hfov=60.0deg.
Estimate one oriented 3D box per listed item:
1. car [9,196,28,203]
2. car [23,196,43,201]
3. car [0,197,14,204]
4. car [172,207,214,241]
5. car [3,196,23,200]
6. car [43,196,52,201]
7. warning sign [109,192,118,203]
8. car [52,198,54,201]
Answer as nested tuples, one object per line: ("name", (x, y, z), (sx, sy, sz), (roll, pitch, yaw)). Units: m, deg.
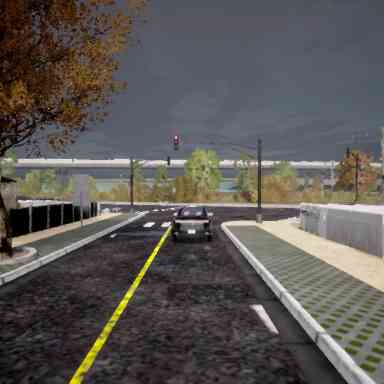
("car", (-38.963, 1.585, 74.674), (4.892, 1.490, 1.837), (-1, 2, 36))
("car", (-29.533, 1.762, 59.769), (5.008, 1.535, 1.882), (0, 2, 36))
("car", (-40.871, 1.734, 72.047), (5.357, 1.411, 2.033), (-1, 2, 36))
("car", (0.060, 1.488, 16.747), (2.128, 1.511, 4.902), (0, 0, 2))
("car", (-31.744, 1.874, 57.339), (5.008, 1.535, 1.882), (0, 2, 37))
("car", (-29.740, 1.704, 63.969), (4.902, 1.511, 2.128), (-1, 2, 36))
("warning sign", (-14.247, 0.995, 60.260), (1.060, 1.860, 1.300), (2, 1, 36))
("car", (-30.526, 1.625, 68.548), (4.902, 1.511, 2.128), (-1, 2, 36))
